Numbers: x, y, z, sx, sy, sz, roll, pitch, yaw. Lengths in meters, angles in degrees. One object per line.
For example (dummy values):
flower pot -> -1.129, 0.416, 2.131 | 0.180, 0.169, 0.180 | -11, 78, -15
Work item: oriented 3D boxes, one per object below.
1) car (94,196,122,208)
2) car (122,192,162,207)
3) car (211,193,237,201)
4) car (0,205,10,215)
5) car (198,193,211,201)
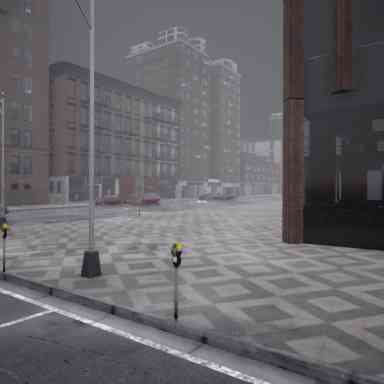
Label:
car -> -10.001, 1.165, 40.087 | 1.895, 1.301, 4.718 | 0, 1, 36
car -> -5.760, 0.895, 40.412 | 2.097, 1.767, 4.553 | 0, 1, 36
car -> 5.659, 0.904, 56.138 | 1.895, 1.301, 4.718 | 0, 1, 36
car -> -16.780, 1.356, 25.082 | 2.033, 1.411, 5.357 | 0, 1, 36
car -> 2.824, 0.837, 57.769 | 1.994, 1.385, 4.181 | 0, 1, 36
